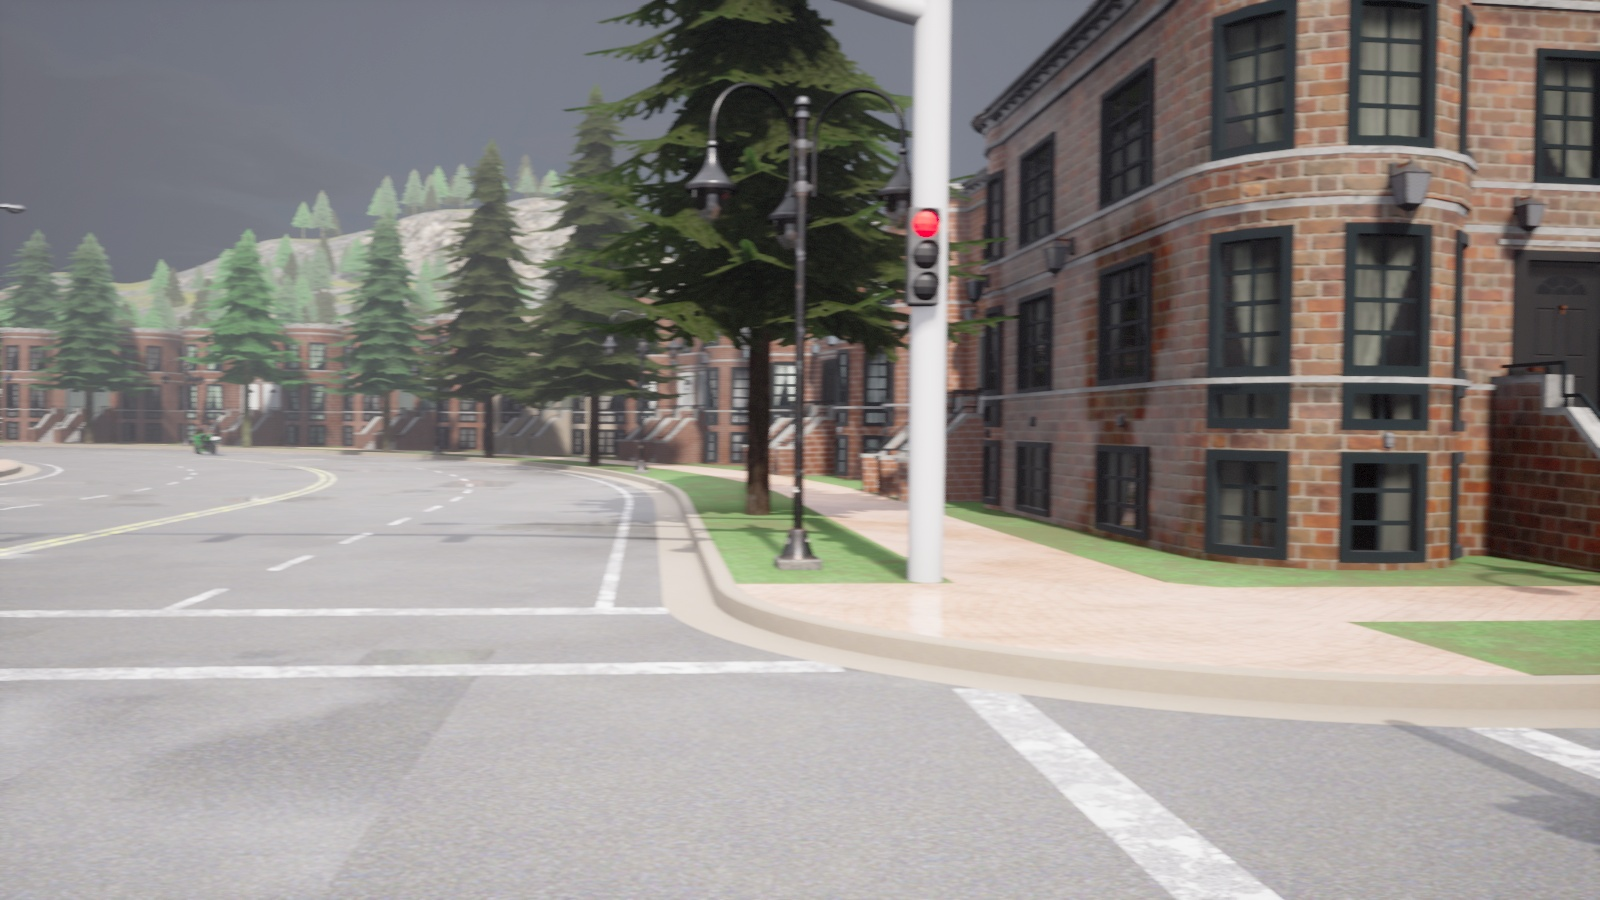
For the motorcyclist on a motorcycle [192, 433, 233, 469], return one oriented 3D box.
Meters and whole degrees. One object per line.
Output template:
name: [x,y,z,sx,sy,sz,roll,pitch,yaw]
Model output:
motorcyclist on a motorcycle: [-25.961,0.039,55.467,2.044,1.523,0.797,0,2,39]
